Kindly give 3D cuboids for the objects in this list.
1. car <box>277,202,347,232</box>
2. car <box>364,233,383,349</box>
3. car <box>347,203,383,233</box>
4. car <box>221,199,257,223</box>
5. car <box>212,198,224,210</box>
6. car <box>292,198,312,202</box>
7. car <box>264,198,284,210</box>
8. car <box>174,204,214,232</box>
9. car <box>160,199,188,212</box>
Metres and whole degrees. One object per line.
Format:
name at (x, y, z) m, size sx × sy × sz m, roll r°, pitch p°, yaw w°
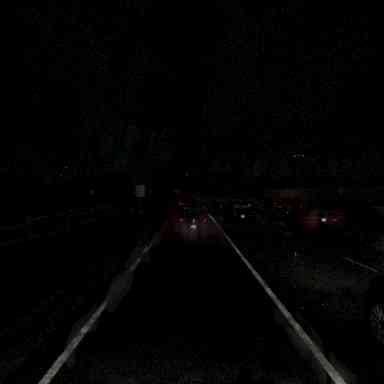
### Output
car at (7.099, 1.565, 20.388) m, size 2.033 × 1.411 × 5.357 m, roll 0°, pitch 0°, yaw 0°
car at (3.601, 1.494, 3.255) m, size 2.128 × 1.511 × 4.902 m, roll 0°, pitch 0°, yaw 0°
car at (10.598, 1.542, 19.386) m, size 1.812 × 1.442 × 4.674 m, roll 0°, pitch 0°, yaw 0°
car at (3.598, 1.547, 25.868) m, size 1.812 × 1.442 × 4.674 m, roll 0°, pitch 0°, yaw 0°
car at (3.597, 1.561, 43.430) m, size 1.812 × 1.442 × 4.674 m, roll 0°, pitch 0°, yaw 0°
car at (14.096, 1.540, 42.559) m, size 1.837 × 1.490 × 4.892 m, roll 0°, pitch 0°, yaw 0°
car at (10.596, 1.540, 42.560) m, size 1.837 × 1.490 × 4.892 m, roll 0°, pitch 0°, yaw 0°
car at (0.097, 1.618, 20.401) m, size 1.895 × 1.301 × 4.718 m, roll 0°, pitch 0°, yaw 0°
car at (-2.091, 1.538, 38.980) m, size 1.837 × 1.490 × 4.892 m, roll 3°, pitch -2°, yaw -32°
